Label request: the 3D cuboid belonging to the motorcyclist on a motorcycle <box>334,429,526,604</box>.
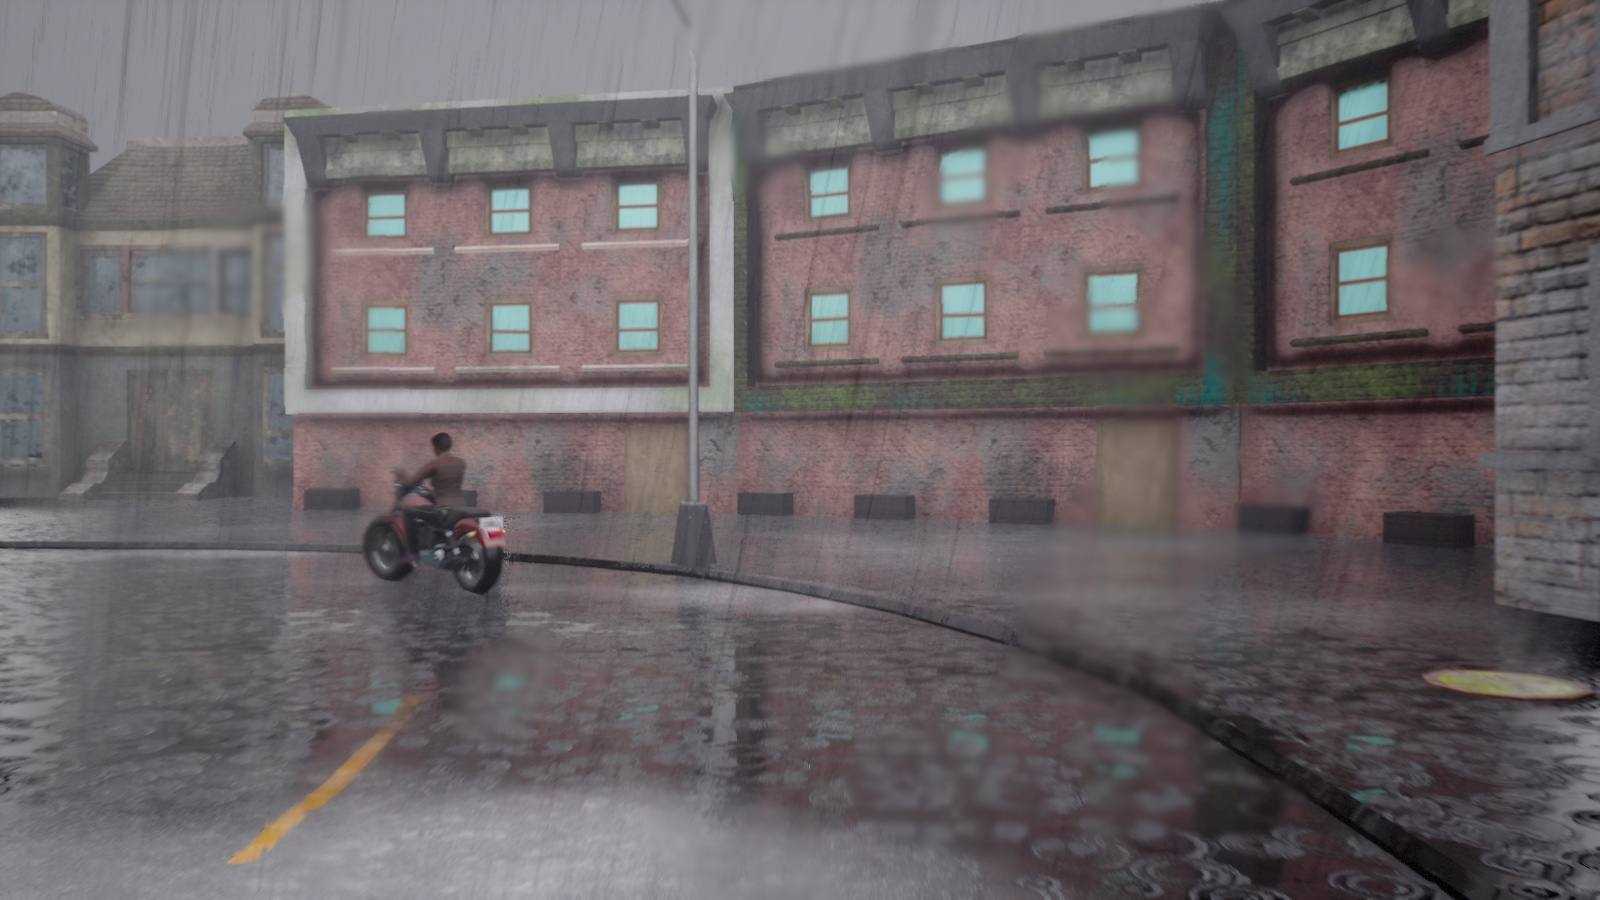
[{"bbox_3d":[-3.850,0.622,12.954,2.350,1.649,0.766,0,1,43],"label":"motorcyclist on a motorcycle"}]
